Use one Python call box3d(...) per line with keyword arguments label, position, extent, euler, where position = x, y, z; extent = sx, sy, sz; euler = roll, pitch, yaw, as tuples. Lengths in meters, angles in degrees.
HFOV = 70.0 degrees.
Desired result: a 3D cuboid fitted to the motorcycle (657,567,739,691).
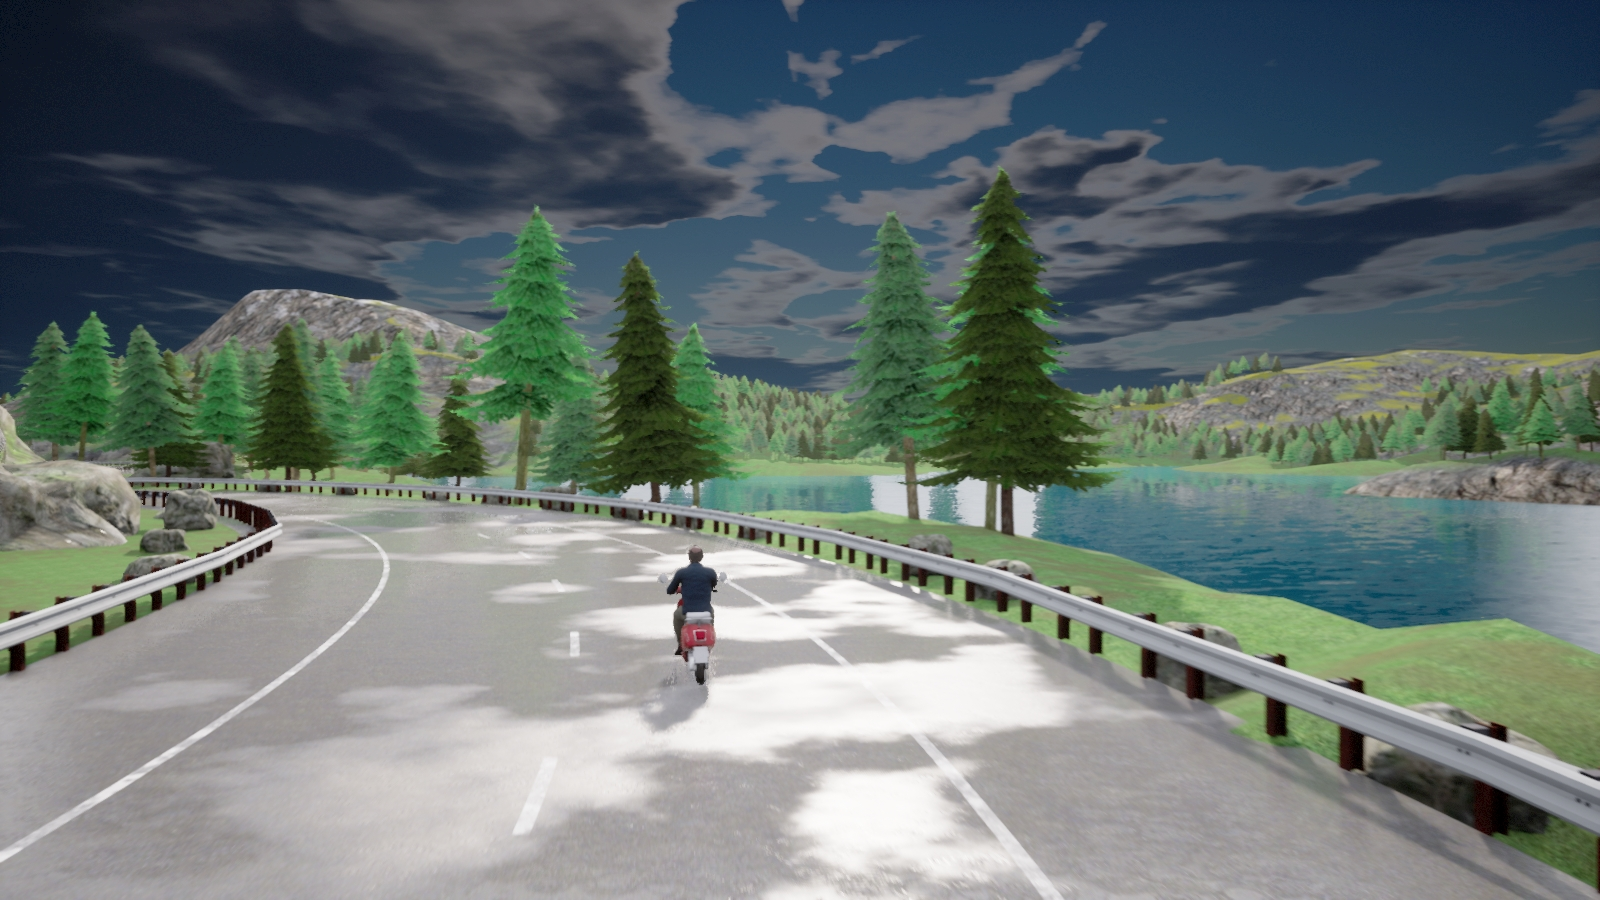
box3d(label="motorcycle", position=(-1.304, 2.182, 14.279), extent=(0.856, 1.236, 1.805), euler=(-1, 0, -10))
